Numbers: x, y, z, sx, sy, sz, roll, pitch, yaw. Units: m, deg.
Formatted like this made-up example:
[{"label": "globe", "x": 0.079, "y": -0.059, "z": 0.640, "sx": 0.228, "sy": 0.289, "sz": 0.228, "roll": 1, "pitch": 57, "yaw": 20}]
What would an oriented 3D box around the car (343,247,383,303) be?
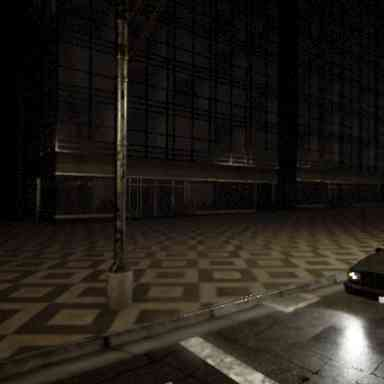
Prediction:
[{"label": "car", "x": 5.622, "y": 1.530, "z": 7.389, "sx": 5.357, "sy": 1.411, "sz": 2.033, "roll": 0, "pitch": 0, "yaw": -35}]
